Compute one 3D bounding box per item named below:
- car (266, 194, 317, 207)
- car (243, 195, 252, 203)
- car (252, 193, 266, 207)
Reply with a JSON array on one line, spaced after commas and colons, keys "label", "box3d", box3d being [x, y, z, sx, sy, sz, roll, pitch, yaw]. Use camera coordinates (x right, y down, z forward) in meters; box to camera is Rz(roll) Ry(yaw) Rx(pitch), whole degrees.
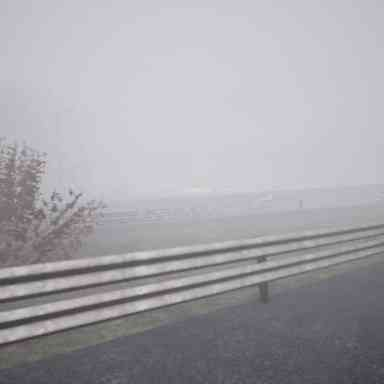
[{"label": "car", "box3d": [10.866, 1.023, 35.299, 4.902, 1.511, 2.128, -4, 2, -15]}, {"label": "car", "box3d": [8.833, 0.929, 41.999, 4.892, 1.490, 1.837, -4, 2, -15]}, {"label": "car", "box3d": [9.828, 1.005, 38.642, 4.674, 1.442, 1.812, -4, 2, -15]}]
